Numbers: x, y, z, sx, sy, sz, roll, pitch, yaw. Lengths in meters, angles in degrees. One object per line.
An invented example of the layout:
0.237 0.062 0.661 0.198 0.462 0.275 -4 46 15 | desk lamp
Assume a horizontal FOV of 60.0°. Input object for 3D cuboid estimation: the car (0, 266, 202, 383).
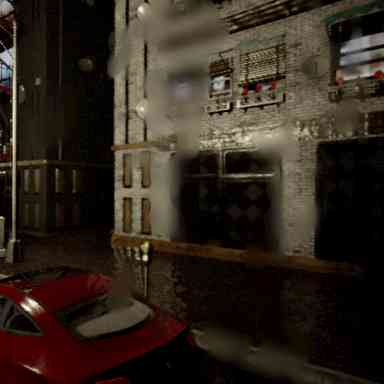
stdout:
-1.846 1.598 4.025 4.206 1.307 1.802 0 1 35 | car
